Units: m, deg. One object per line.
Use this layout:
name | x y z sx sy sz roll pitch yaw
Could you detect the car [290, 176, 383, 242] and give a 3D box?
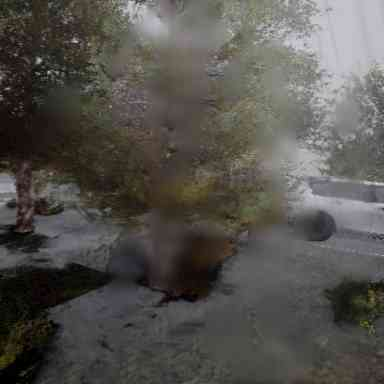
car | 5.686 0.704 10.427 5.566 2.045 2.150 7 1 25
